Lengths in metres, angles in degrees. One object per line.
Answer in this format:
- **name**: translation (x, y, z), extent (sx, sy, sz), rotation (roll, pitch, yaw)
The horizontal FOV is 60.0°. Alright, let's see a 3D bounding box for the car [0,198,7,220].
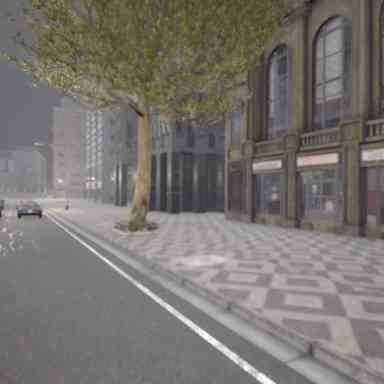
- **car**: translation (-16.995, 1.230, 27.713), extent (2.150, 2.045, 5.566), rotation (0, 0, -28)

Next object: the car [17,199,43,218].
- **car**: translation (-14.682, 1.580, 30.171), extent (1.994, 1.385, 4.181), rotation (0, 0, -27)

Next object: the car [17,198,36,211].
- **car**: translation (-20.964, 1.555, 42.114), extent (1.994, 1.385, 4.181), rotation (0, 0, -27)

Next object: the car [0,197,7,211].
- **car**: translation (-24.366, 1.453, 41.708), extent (1.882, 1.535, 5.008), rotation (0, 0, -28)
